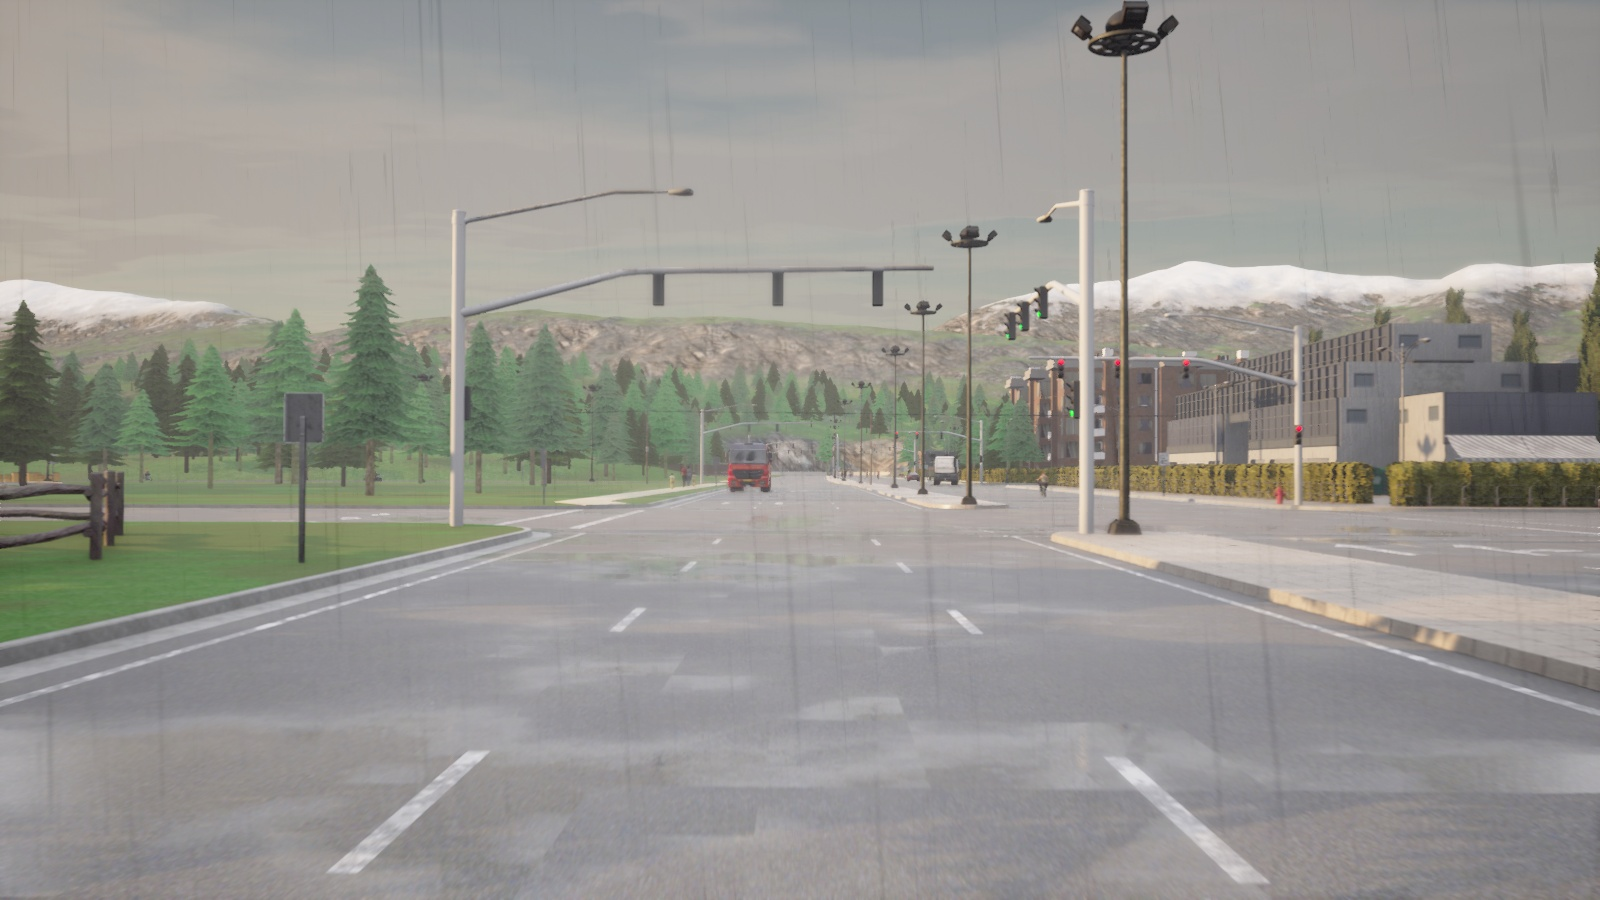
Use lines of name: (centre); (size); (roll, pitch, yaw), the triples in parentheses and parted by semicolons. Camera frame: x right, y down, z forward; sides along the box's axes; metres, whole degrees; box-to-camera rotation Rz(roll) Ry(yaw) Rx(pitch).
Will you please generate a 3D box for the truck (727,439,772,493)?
truck: (-3.657, 1.222, 93.045); (2.891, 3.827, 8.468); (0, -1, 0)
